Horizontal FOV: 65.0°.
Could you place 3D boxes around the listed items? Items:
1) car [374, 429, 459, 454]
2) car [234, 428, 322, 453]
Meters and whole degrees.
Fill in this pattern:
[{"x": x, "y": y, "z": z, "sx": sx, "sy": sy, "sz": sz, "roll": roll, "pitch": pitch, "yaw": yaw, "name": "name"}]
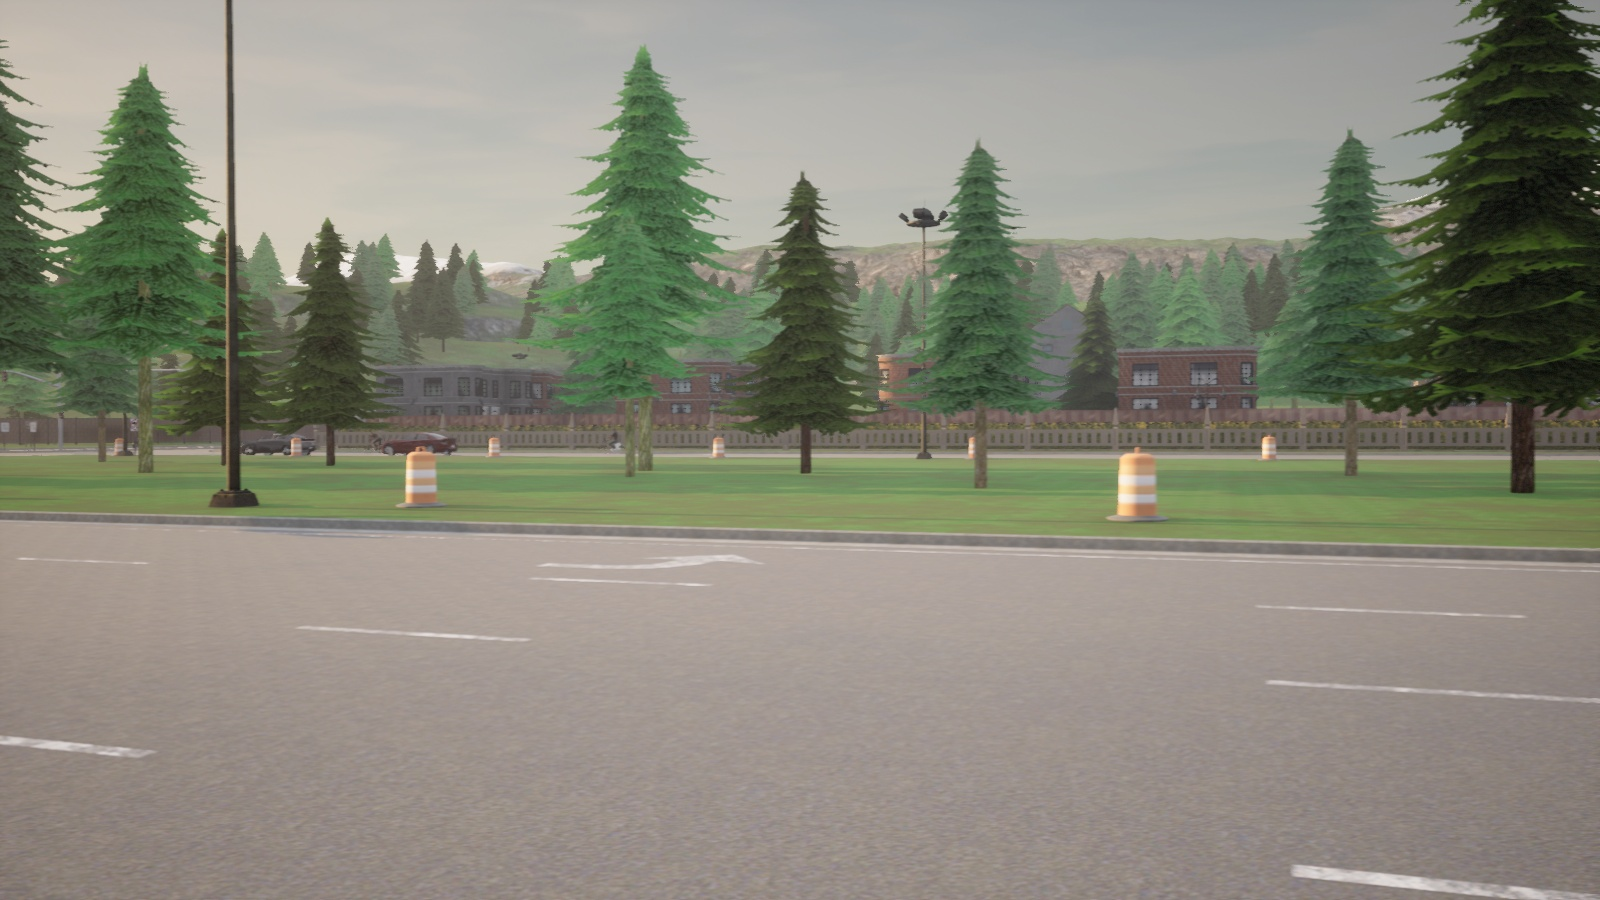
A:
[{"x": -24.376, "y": -0.567, "z": 79.909, "sx": 5.008, "sy": 1.535, "sz": 1.882, "roll": 0, "pitch": 1, "yaw": 18, "name": "car"}, {"x": -32.873, "y": -0.607, "z": 79.053, "sx": 4.902, "sy": 1.511, "sz": 2.128, "roll": 1, "pitch": 1, "yaw": 18, "name": "car"}]
